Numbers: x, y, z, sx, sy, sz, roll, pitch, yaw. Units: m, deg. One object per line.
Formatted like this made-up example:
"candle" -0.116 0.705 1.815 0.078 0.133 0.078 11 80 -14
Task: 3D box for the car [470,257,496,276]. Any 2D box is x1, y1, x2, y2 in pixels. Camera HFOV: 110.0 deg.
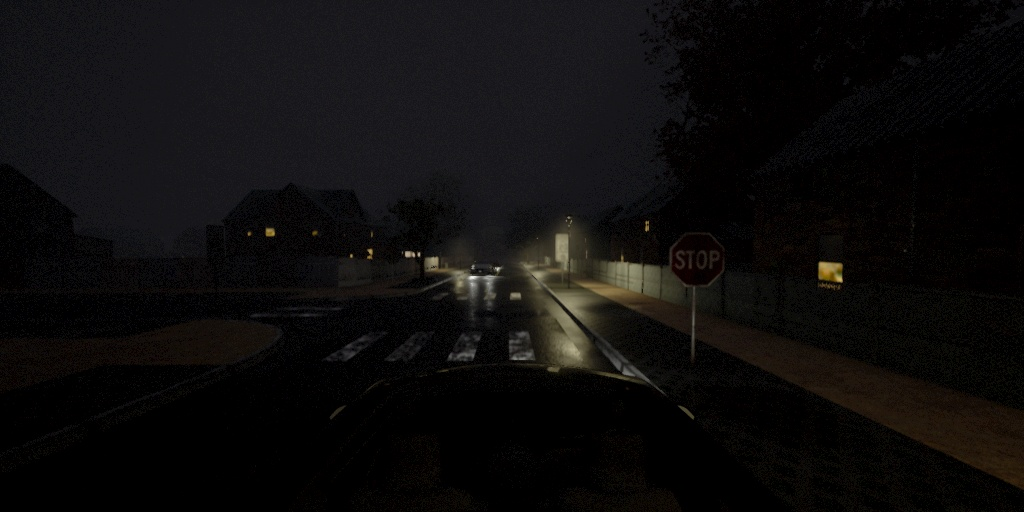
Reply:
"car" -2.821 1.053 34.015 1.812 1.442 4.674 0 1 0

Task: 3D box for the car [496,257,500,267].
"car" -2.866 0.861 53.528 1.882 1.535 5.008 0 0 0
